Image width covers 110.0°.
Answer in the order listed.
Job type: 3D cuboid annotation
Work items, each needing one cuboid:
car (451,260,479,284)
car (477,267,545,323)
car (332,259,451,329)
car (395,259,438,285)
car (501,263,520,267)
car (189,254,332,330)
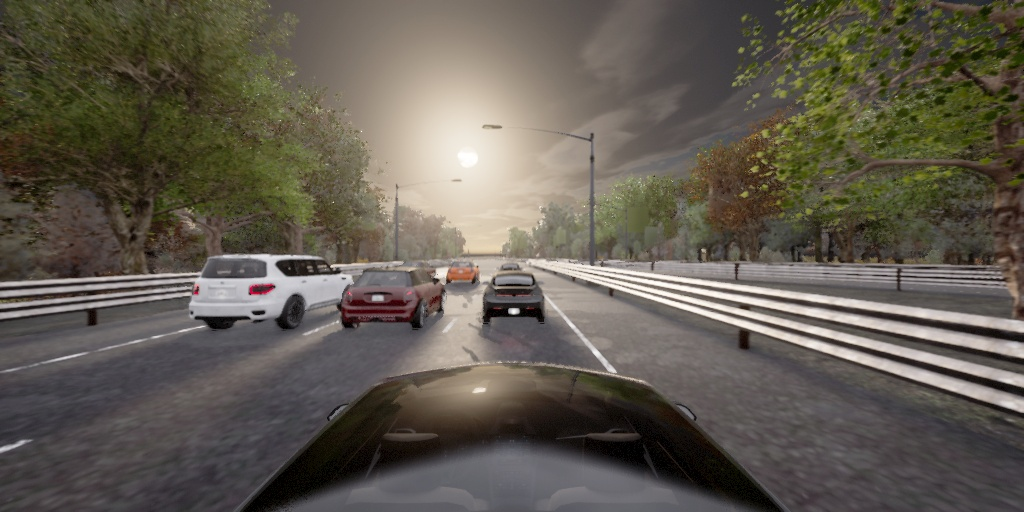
[{"bbox_3d":[-3.648,1.111,27.420,2.097,1.767,4.553,0,0,-1],"label":"car"},{"bbox_3d":[0.043,1.252,12.050,1.837,1.490,4.892,0,0,0],"label":"car"},{"bbox_3d":[-3.455,1.102,11.344,2.097,1.767,4.553,0,0,0],"label":"car"},{"bbox_3d":[-7.148,1.113,27.375,2.097,1.767,4.553,0,0,-1],"label":"car"},{"bbox_3d":[-0.153,1.263,27.733,1.837,1.490,4.892,0,0,-1],"label":"car"},{"bbox_3d":[-6.947,0.973,11.252,2.150,2.045,5.566,0,0,0],"label":"car"}]
